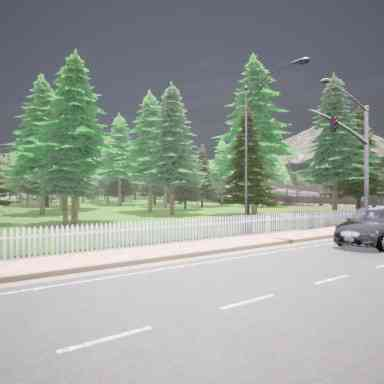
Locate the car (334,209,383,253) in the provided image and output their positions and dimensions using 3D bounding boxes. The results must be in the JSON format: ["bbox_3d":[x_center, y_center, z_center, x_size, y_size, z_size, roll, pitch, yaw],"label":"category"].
[{"bbox_3d":[7.852,1.496,13.837,4.902,1.511,2.128,0,0,-35],"label":"car"}]
